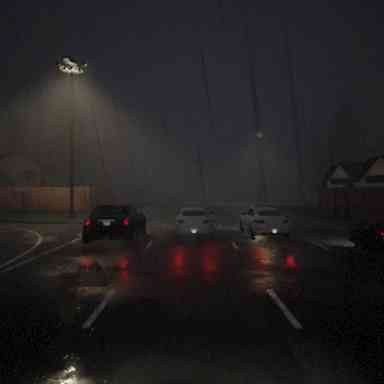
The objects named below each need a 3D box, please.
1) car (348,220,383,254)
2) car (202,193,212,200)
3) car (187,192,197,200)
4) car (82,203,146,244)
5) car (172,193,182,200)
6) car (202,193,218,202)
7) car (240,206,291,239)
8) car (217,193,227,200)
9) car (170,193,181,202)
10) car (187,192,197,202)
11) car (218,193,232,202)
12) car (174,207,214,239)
[{"bbox_3d":[7.082,1.500,10.670,2.033,1.411,5.357,0,0,0],"label":"car"},{"bbox_3d":[3.475,1.042,77.329,2.033,1.411,5.357,0,0,0],"label":"car"},{"bbox_3d":[-0.025,0.858,77.297,2.097,1.767,4.553,0,0,0],"label":"car"},{"bbox_3d":[-3.413,1.282,15.444,2.097,1.767,4.553,0,0,0],"label":"car"},{"bbox_3d":[-3.525,1.042,77.327,2.033,1.411,5.357,0,0,0],"label":"car"},{"bbox_3d":[3.478,1.248,66.911,2.033,1.411,5.357,0,0,0],"label":"car"},{"bbox_3d":[3.579,1.451,16.739,1.812,1.442,4.674,0,0,0],"label":"car"},{"bbox_3d":[6.975,1.027,77.330,1.812,1.442,4.674,0,0,0],"label":"car"},{"bbox_3d":[-3.522,1.248,66.909,2.033,1.411,5.357,0,0,0],"label":"car"},{"bbox_3d":[-0.022,1.194,66.909,2.128,1.511,4.902,0,0,0],"label":"car"},{"bbox_3d":[6.978,1.260,67.328,1.994,1.385,4.181,0,0,0],"label":"car"},{"bbox_3d":[0.079,1.450,16.691,1.812,1.442,4.674,0,0,0],"label":"car"}]
